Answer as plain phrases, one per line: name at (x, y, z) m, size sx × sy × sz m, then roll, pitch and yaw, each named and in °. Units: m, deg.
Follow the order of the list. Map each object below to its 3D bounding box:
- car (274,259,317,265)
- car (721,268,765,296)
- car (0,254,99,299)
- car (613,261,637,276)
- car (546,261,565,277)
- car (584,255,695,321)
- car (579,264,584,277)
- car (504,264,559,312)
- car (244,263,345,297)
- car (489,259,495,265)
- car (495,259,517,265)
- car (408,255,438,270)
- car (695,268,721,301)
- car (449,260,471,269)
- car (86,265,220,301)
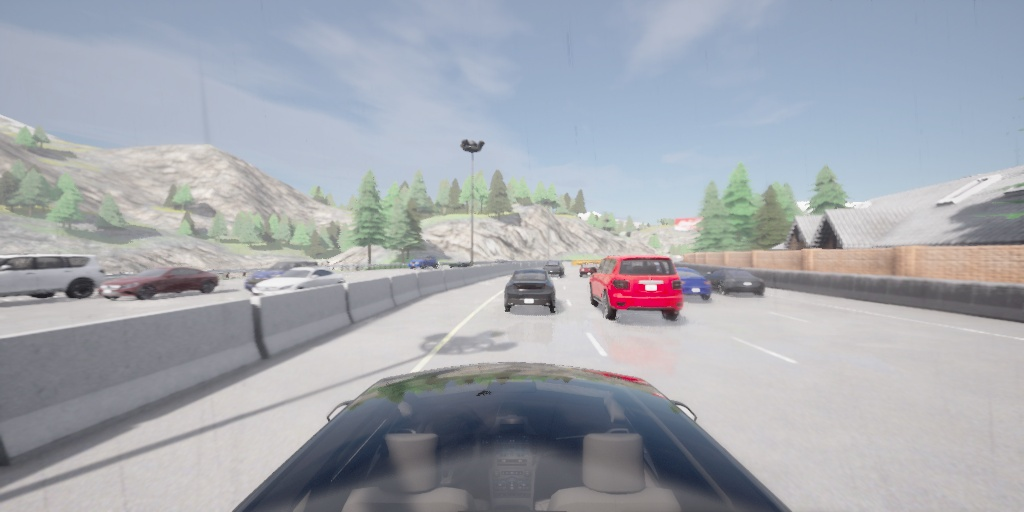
car at (-12.819, 1.068, 20.637) m, size 2.097 × 1.767 × 4.553 m, roll 0°, pitch 0°, yaw 7°
car at (11.926, 1.347, 19.775) m, size 1.994 × 1.385 × 4.181 m, roll 0°, pitch 0°, yaw 7°
car at (-20.474, 0.915, 14.674) m, size 2.150 × 2.045 × 5.566 m, roll 0°, pitch 0°, yaw 5°
car at (12.030, 1.275, 38.362) m, size 2.128 × 1.511 × 4.902 m, roll 0°, pitch 0°, yaw 14°
car at (4.220, 1.254, 35.889) m, size 2.128 × 1.511 × 4.902 m, roll 0°, pitch 0°, yaw 13°
car at (4.128, 0.983, 12.785) m, size 2.150 × 2.045 × 5.566 m, roll 0°, pitch 0°, yaw 4°
car at (7.768, 1.373, 35.840) m, size 1.895 × 1.301 × 4.718 m, roll 0°, pitch 0°, yaw 13°
car at (0.775, 1.257, 14.402) m, size 1.837 × 1.490 × 4.892 m, roll 0°, pitch 0°, yaw 5°
car at (-9.730, 1.250, 16.872) m, size 1.812 × 1.442 × 4.674 m, roll 0°, pitch 0°, yaw 6°
car at (-2.376, 1.237, 62.345) m, size 2.128 × 1.511 × 4.902 m, roll 0°, pitch 0°, yaw 22°
car at (-0.476, 1.351, 57.525) m, size 1.895 × 1.301 × 4.718 m, roll 0°, pitch 0°, yaw 20°
car at (-13.075, 0.938, 53.055) m, size 2.150 × 2.045 × 5.566 m, roll 0°, pitch 0°, yaw 17°
car at (8.135, 1.298, 17.655) m, size 1.812 × 1.442 × 4.674 m, roll 0°, pitch 0°, yaw 6°
car at (-8.153, 1.330, 56.782) m, size 1.895 × 1.301 × 4.718 m, roll 0°, pitch 0°, yaw 19°
car at (-16.711, 1.231, 17.339) m, size 1.812 × 1.442 × 4.674 m, roll 0°, pitch 0°, yaw 6°
